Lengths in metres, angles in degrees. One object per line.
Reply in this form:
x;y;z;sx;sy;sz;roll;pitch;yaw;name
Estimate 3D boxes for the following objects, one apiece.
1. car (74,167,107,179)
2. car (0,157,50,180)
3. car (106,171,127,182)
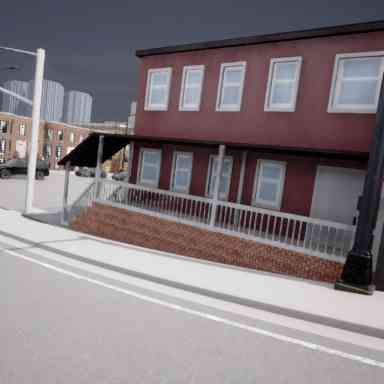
-13.192;-2.500;43.516;1.994;1.385;4.181;10;6;35;car
-16.793;-2.326;32.504;2.150;2.045;5.566;10;6;36;car
-8.467;-2.038;44.132;1.837;1.490;4.892;10;6;35;car
